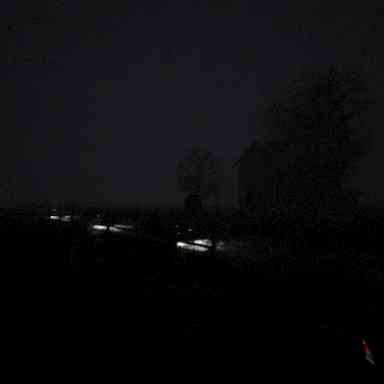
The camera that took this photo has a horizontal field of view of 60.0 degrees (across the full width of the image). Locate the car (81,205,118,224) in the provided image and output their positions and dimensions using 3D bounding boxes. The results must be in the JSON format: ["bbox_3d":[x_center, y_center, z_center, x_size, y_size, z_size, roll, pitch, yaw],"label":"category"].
[{"bbox_3d":[-7.950,1.896,28.322,1.837,1.490,4.892,2,-1,-36],"label":"car"}]

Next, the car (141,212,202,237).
[{"bbox_3d":[-1.259,1.837,19.028,1.994,1.385,4.181,2,-2,-36],"label":"car"}]

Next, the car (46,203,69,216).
[{"bbox_3d":[-16.199,2.060,39.805,1.812,1.442,4.674,2,-1,-36],"label":"car"}]

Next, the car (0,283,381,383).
[{"bbox_3d":[-0.277,1.583,2.738,4.181,1.385,1.994,1,-1,-35],"label":"car"}]

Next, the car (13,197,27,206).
[{"bbox_3d":[-39.252,2.496,76.613,1.837,1.490,4.892,2,-2,-36],"label":"car"}]
